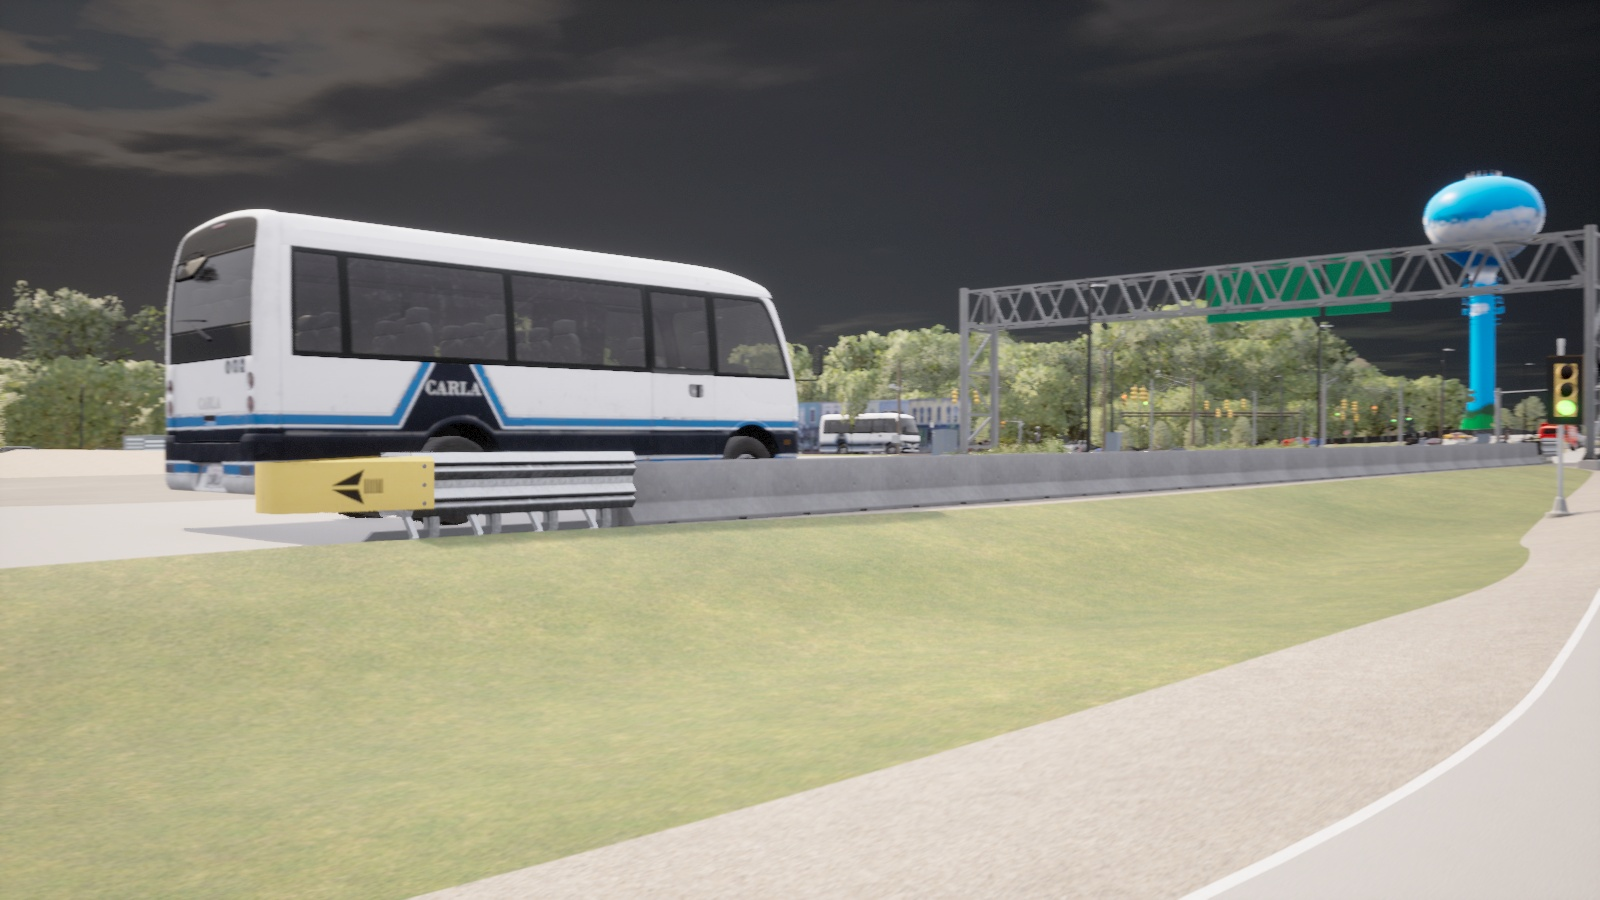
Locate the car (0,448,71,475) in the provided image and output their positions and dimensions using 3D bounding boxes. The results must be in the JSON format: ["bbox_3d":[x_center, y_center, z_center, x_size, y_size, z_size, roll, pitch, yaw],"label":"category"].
[{"bbox_3d":[-46.112,0.706,73.740,5.357,1.411,2.033,-2,2,-17],"label":"car"}]

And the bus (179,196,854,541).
[{"bbox_3d":[-4.010,-1.056,20.557,3.944,4.253,10.273,0,1,44],"label":"bus"}]
